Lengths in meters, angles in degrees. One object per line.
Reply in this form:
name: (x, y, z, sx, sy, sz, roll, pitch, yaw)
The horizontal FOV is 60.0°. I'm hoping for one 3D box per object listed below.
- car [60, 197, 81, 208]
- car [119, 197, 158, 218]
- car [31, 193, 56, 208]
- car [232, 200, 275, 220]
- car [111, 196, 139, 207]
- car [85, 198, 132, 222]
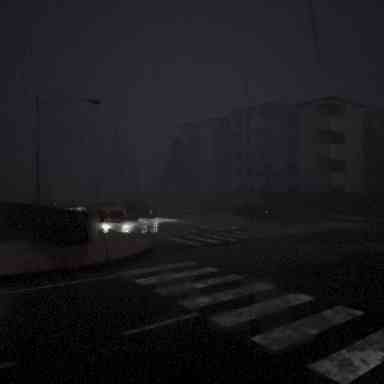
car: (-17.223, 1.464, 46.842, 1.812, 1.442, 4.674, 0, 0, -38)
car: (-4.838, 1.430, 29.669, 2.128, 1.511, 4.902, 0, 0, -35)
car: (-20.186, 1.179, 45.015, 2.150, 2.045, 5.566, 0, 0, -38)
car: (4.949, 1.398, 27.327, 1.882, 1.535, 5.008, 1, 0, -16)
car: (-9.948, 1.410, 49.048, 2.128, 1.511, 4.902, 0, 0, -37)
car: (-6.983, 1.433, 26.649, 1.882, 1.535, 5.008, 0, 0, -35)
